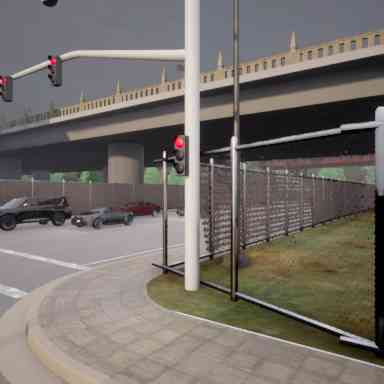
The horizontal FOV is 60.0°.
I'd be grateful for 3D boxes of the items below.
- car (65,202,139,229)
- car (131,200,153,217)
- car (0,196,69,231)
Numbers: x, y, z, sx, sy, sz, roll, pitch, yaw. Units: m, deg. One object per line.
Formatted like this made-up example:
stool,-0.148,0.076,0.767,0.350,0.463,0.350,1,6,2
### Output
car,-5.897,1.619,22.254,1.994,1.385,4.181,0,0,35
car,-4.941,1.533,29.660,1.882,1.535,5.008,0,0,35
car,-10.616,1.277,21.658,2.150,2.045,5.566,0,0,36
